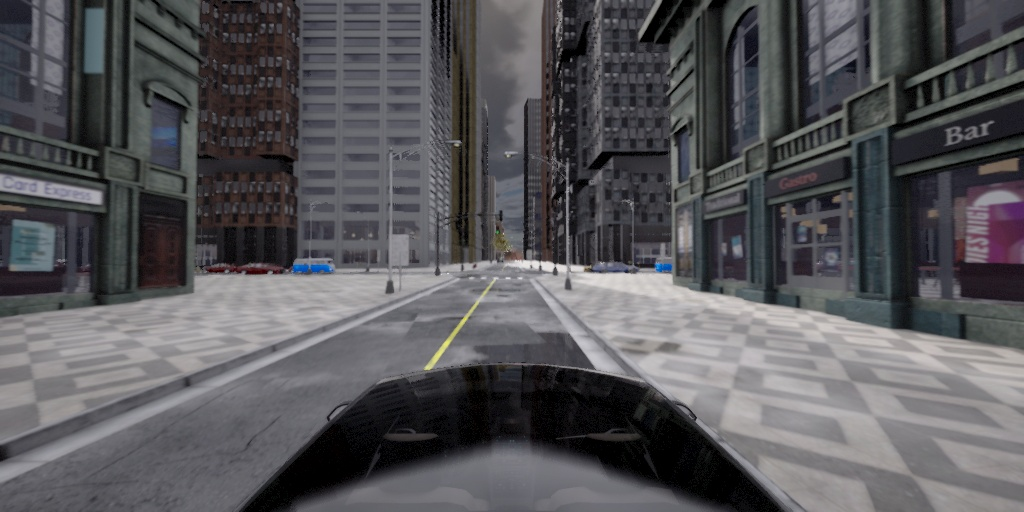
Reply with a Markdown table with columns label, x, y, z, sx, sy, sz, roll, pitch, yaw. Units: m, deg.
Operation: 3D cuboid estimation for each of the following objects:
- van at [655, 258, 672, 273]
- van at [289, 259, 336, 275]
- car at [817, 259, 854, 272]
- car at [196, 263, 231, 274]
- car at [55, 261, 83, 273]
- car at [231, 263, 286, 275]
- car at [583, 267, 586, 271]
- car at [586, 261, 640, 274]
| label | x | y | z | sx | sy | sz | roll | pitch | yaw |
| --- | --- | --- | --- | --- | --- | --- | --- | --- | --- |
| van | 17.233 | 1.039 | 37.851 | 3.998 | 1.789 | 1.690 | 0 | 0 | 0 |
| van | -20.751 | 1.163 | 37.700 | 3.998 | 1.789 | 1.690 | 0 | 0 | 0 |
| car | 33.473 | 1.235 | 37.910 | 4.207 | 1.307 | 1.802 | 0 | 0 | 0 |
| car | -37.338 | 1.597 | 46.192 | 4.507 | 1.381 | 1.888 | 0 | 0 | 0 |
| car | -48.375 | 1.509 | 37.605 | 4.207 | 1.307 | 1.802 | 0 | 0 | 0 |
| car | -26.276 | 1.387 | 37.681 | 4.507 | 1.381 | 1.888 | 0 | 0 | 0 |
| car | 11.635 | 1.407 | 46.361 | 4.829 | 1.417 | 1.751 | 0 | 0 | 0 |
| car | 11.546 | 1.317 | 40.606 | 5.357 | 1.411 | 2.033 | 0 | -1 | 0 |
